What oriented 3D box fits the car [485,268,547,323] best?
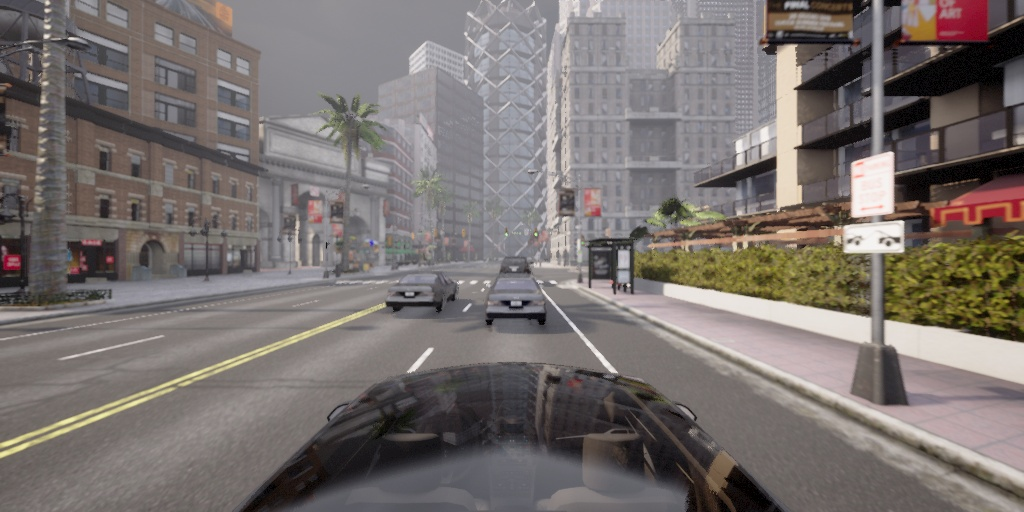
[{"bbox_3d":[0.107,1.309,12.066,2.033,1.411,5.357,0,0,0],"label":"car"}]

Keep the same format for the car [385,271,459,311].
[{"bbox_3d":[-3.390,1.311,14.379,2.033,1.411,5.357,0,0,0],"label":"car"}]

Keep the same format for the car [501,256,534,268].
[{"bbox_3d":[0.433,1.003,26.875,2.150,2.045,5.566,0,0,6],"label":"car"}]
